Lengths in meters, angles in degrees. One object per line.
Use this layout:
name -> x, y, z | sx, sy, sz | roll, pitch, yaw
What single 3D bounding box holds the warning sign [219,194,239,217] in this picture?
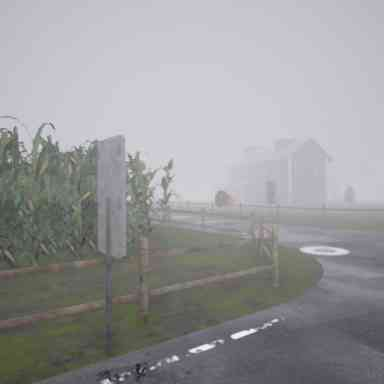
warning sign -> 3.104, 1.102, 27.984 | 1.300, 1.860, 1.060 | 0, 0, -35
